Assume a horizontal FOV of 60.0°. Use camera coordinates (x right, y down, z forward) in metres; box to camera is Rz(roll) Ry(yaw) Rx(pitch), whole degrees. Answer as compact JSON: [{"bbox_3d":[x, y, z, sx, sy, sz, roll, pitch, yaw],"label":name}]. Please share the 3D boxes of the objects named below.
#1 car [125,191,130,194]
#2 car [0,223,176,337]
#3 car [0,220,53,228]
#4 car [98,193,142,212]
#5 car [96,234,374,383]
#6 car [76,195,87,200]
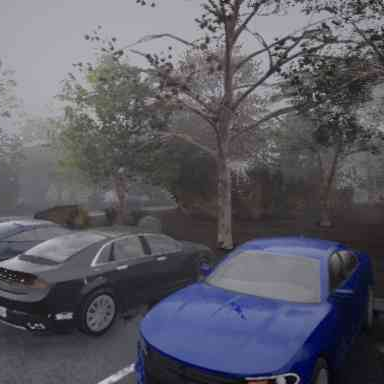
[{"bbox_3d":[-12.610,0.750,62.192,2.150,2.045,5.566,-2,0,1],"label":"car"},{"bbox_3d":[-1.322,1.444,6.752,2.231,1.521,4.892,1,0,35],"label":"car"},{"bbox_3d":[-3.988,1.458,8.656,2.002,1.452,4.674,1,0,36],"label":"car"},{"bbox_3d":[-6.845,1.145,31.928,1.812,1.442,4.674,-3,-1,35],"label":"car"},{"bbox_3d":[1.349,1.468,4.860,2.097,1.535,5.008,1,0,35],"label":"car"},{"bbox_3d":[-25.094,1.355,77.370,4.718,1.301,1.895,-2,-1,35],"label":"car"}]
